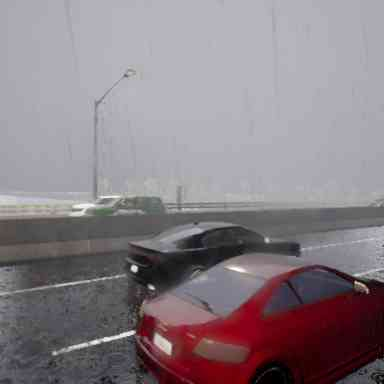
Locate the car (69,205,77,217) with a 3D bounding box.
[{"bbox_3d":[-6.300,1.281,25.249,5.566,2.045,2.150,1,0,-35],"label":"car"}]

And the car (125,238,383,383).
[{"bbox_3d":[1.329,1.588,4.683,4.181,1.385,1.994,1,0,-35],"label":"car"}]

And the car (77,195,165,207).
[{"bbox_3d":[-4.371,1.281,22.327,5.566,2.045,2.150,1,0,-35],"label":"car"}]

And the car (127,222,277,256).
[{"bbox_3d":[0.785,1.514,8.586,5.008,1.535,1.882,1,0,-35],"label":"car"}]

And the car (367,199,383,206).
[{"bbox_3d":[27.590,1.733,48.470,4.553,1.767,2.097,1,0,-33],"label":"car"}]

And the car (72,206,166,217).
[{"bbox_3d":[-3.832,1.647,18.426,4.718,1.301,1.895,1,0,-35],"label":"car"}]
